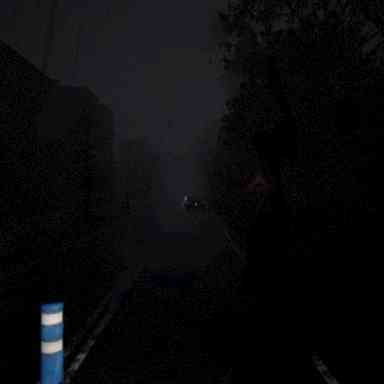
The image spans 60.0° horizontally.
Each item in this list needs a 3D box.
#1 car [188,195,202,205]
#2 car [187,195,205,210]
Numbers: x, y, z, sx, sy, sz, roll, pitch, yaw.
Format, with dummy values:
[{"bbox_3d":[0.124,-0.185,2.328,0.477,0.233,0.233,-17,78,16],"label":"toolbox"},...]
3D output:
[{"bbox_3d":[0.439,1.146,47.531,1.895,1.301,4.718,0,1,1],"label":"car"},{"bbox_3d":[0.418,1.229,36.223,1.994,1.385,4.181,0,0,0],"label":"car"}]
